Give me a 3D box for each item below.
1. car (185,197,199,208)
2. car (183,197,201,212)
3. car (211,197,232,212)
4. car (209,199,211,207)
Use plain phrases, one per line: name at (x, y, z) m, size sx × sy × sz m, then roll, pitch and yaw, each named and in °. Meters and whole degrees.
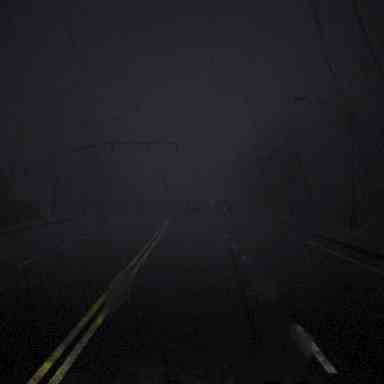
car at (0.007, 1.467, 49.061) m, size 1.837 × 1.490 × 4.892 m, roll 0°, pitch 0°, yaw 0°
car at (0.002, 1.533, 38.683) m, size 1.994 × 1.385 × 4.181 m, roll 0°, pitch 0°, yaw 0°
car at (3.502, 1.475, 38.266) m, size 1.837 × 1.490 × 4.892 m, roll 0°, pitch 0°, yaw 0°
car at (3.506, 1.487, 48.996) m, size 1.812 × 1.442 × 4.674 m, roll 0°, pitch 0°, yaw 0°
